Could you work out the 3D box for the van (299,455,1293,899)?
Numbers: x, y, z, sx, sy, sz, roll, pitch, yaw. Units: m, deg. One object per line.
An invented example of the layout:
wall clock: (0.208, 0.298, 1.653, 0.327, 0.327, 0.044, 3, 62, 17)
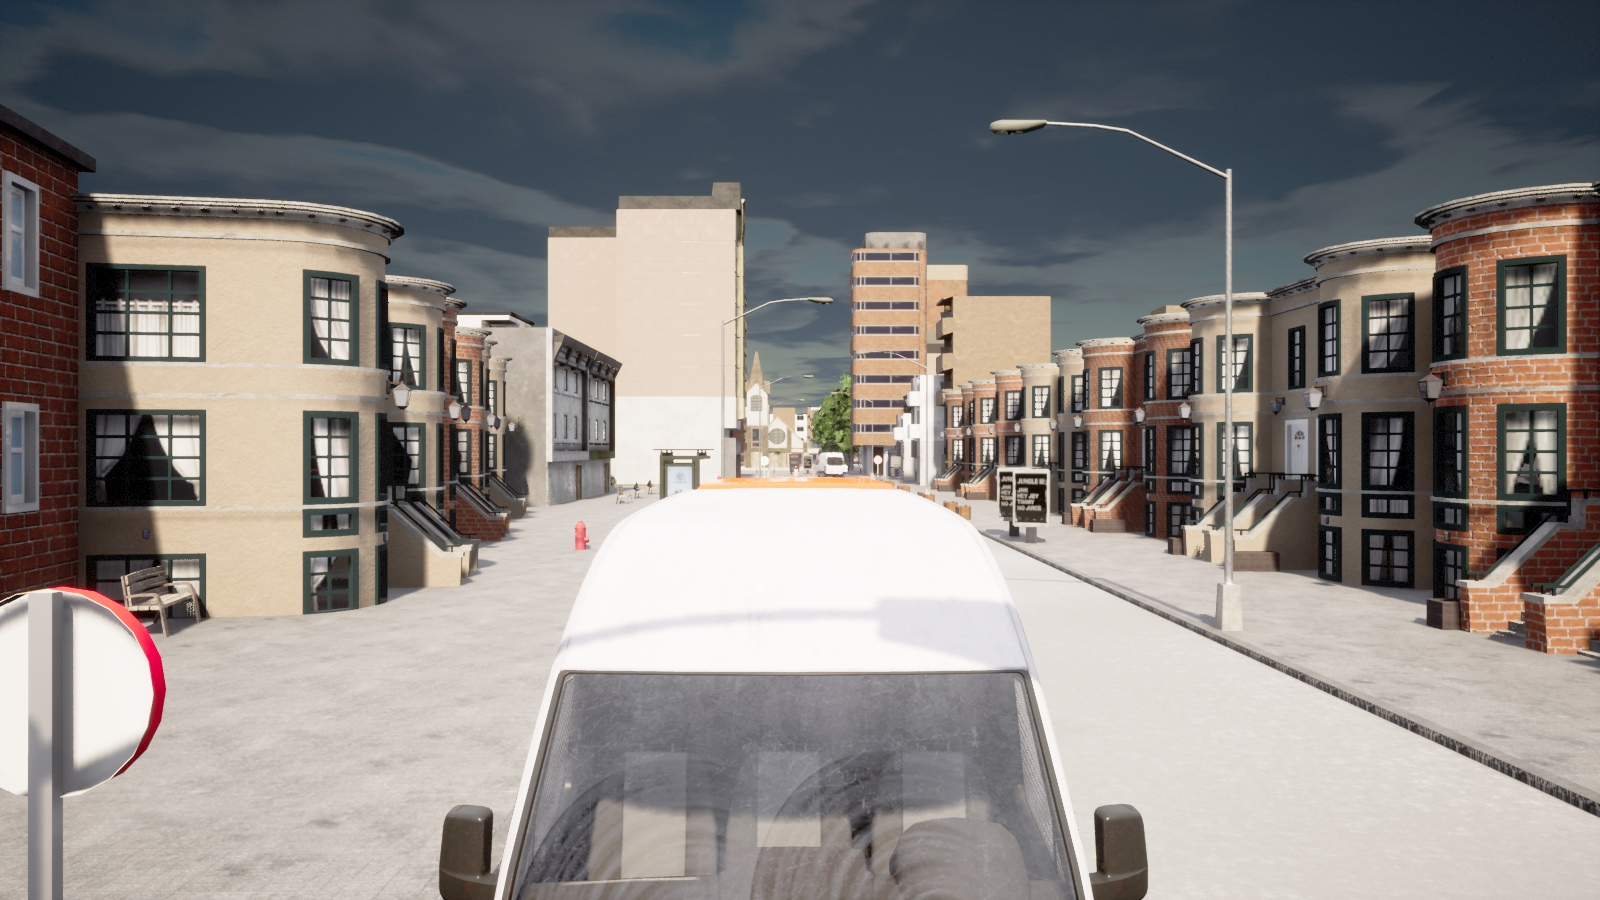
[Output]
van: (-0.019, 1.314, 5.243, 1.988, 2.561, 5.915, 0, 0, 0)
